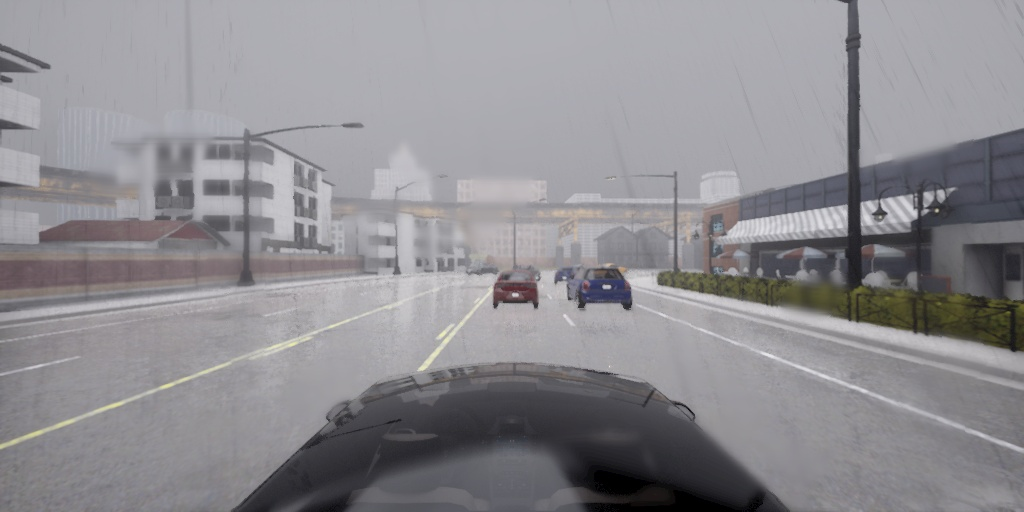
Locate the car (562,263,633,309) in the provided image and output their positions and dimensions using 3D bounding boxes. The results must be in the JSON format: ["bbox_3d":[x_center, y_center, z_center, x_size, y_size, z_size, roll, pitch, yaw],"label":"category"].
[{"bbox_3d":[3.675,1.233,15.815,2.097,1.767,4.553,0,-1,1],"label":"car"}]

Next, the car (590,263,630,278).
[{"bbox_3d":[11.037,1.592,40.235,5.008,1.535,1.882,0,-1,-42],"label":"car"}]

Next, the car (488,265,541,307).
[{"bbox_3d":[0.187,1.365,16.285,1.882,1.535,5.008,0,0,1],"label":"car"}]

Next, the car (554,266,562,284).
[{"bbox_3d":[4.684,1.541,29.860,1.812,1.442,4.674,0,0,16],"label":"car"}]

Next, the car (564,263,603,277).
[{"bbox_3d":[8.598,1.615,42.761,5.008,1.535,1.882,0,-1,-42],"label":"car"}]

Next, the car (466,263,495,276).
[{"bbox_3d":[-3.689,1.646,44.582,2.128,1.511,4.902,0,-1,35],"label":"car"}]

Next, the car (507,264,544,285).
[{"bbox_3d":[1.251,1.515,30.624,2.128,1.511,4.902,0,0,15],"label":"car"}]
